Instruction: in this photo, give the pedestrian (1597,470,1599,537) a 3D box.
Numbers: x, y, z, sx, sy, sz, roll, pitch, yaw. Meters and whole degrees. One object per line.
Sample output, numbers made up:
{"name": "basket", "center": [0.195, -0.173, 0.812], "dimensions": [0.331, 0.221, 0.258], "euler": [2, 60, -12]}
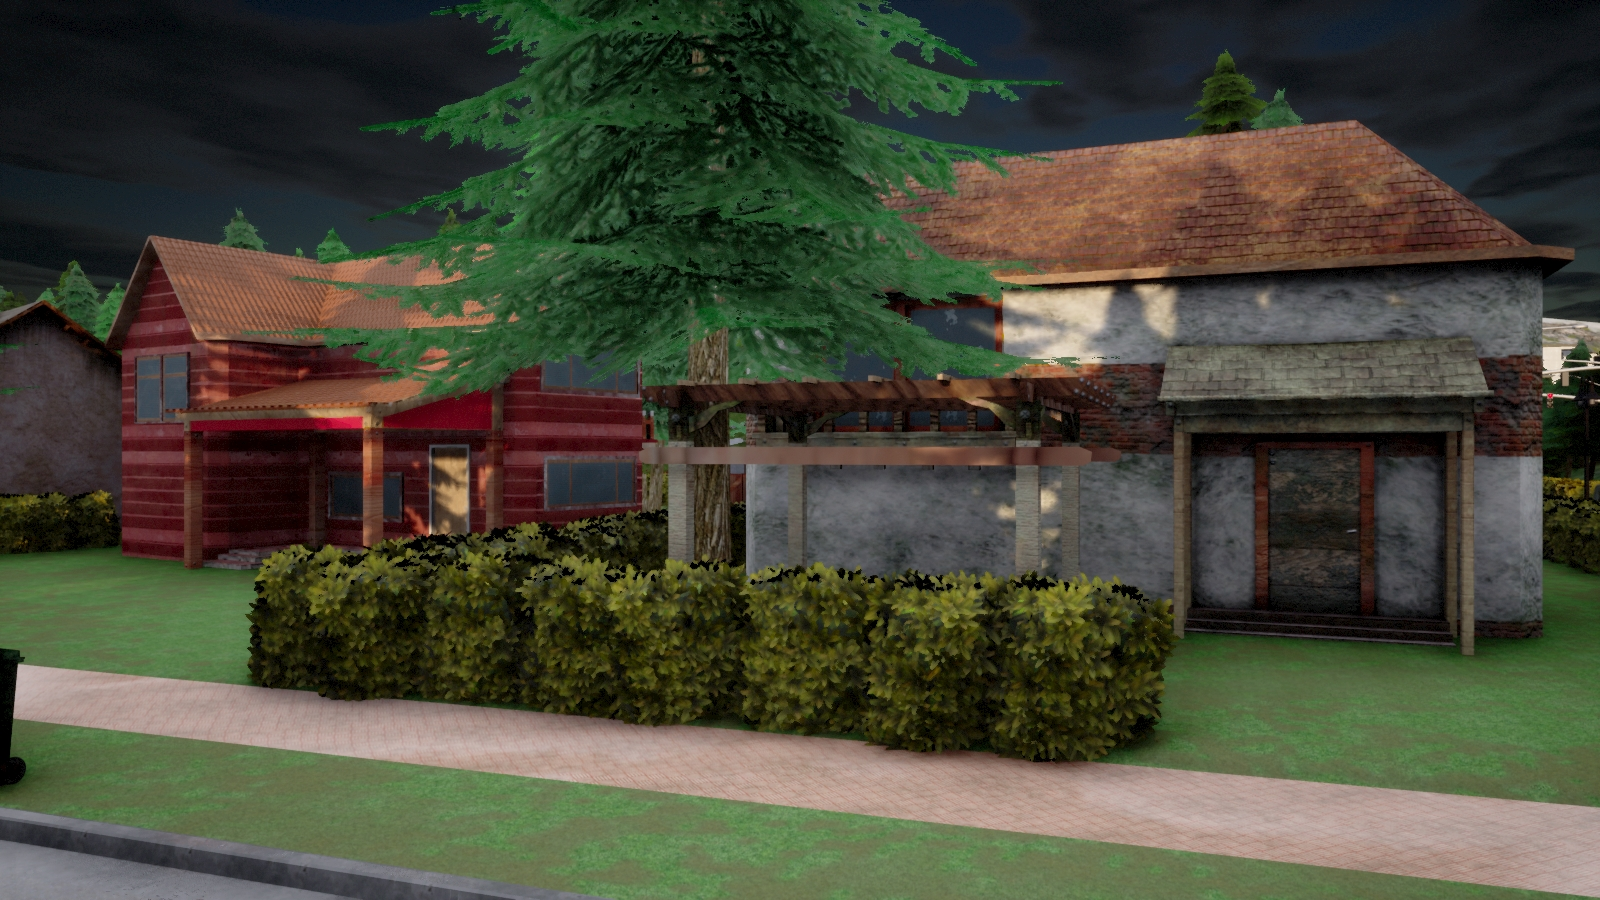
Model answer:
{"name": "pedestrian", "center": [22.514, 1.501, 31.873], "dimensions": [0.375, 1.860, 0.375], "euler": [0, 0, 21]}
